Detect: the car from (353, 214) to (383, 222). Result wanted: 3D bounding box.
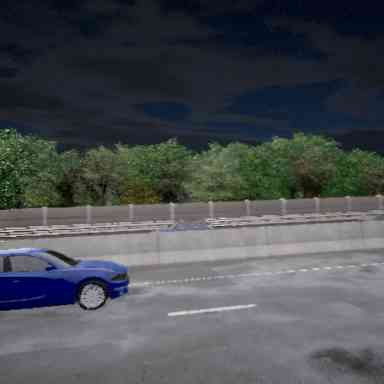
[{"bbox_3d":[15.014,2.509,26.844,5.357,1.411,2.033,-2,-3,-12],"label":"car"}]

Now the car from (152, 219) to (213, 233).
[{"bbox_3d":[-0.732,2.783,23.576,4.553,1.767,2.097,-2,-3,-12],"label":"car"}]

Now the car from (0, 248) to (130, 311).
[{"bbox_3d":[-4.147,2.172,8.496,5.008,1.535,1.882,-2,-3,-12],"label":"car"}]
